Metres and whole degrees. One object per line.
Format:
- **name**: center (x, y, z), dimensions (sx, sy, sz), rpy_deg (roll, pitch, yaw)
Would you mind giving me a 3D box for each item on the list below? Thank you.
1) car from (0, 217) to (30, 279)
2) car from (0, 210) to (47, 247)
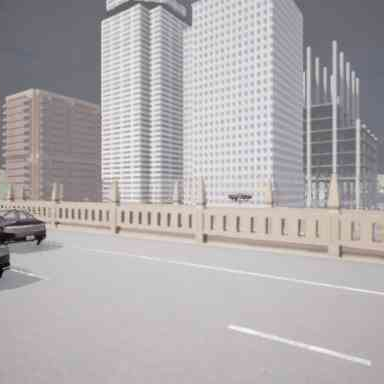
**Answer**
- **car**: center (-6.597, 1.490, 8.536), dimensions (4.902, 1.511, 2.128), rpy_deg (0, 0, 35)
- **car**: center (-8.018, 1.487, 13.762), dimensions (4.902, 1.511, 2.128), rpy_deg (0, 0, 34)
